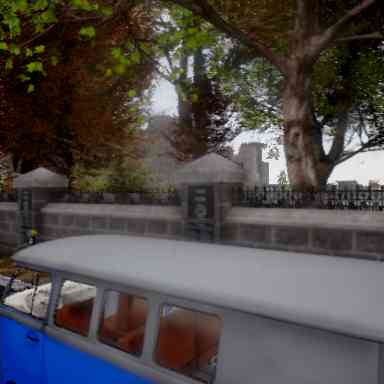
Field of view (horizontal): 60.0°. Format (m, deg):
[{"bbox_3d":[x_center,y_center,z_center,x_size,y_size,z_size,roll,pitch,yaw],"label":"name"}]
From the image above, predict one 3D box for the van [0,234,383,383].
[{"bbox_3d":[-0.111,1.350,2.797,3.998,1.788,1.690,0,0,35],"label":"van"}]
